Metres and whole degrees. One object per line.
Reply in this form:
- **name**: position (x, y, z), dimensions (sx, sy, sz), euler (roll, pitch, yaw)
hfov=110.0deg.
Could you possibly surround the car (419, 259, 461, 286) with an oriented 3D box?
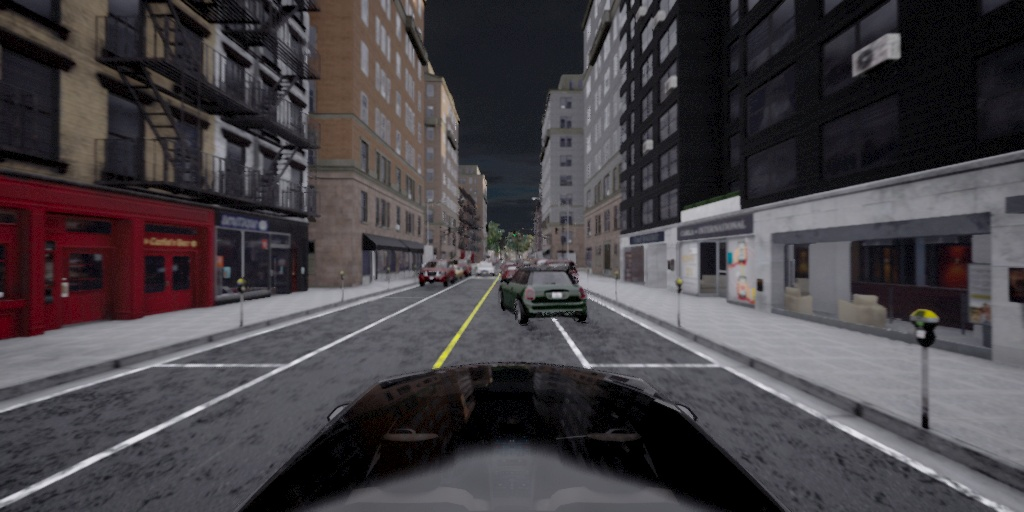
- **car**: position (-5.399, 1.178, 26.571), dimensions (2.192, 1.841, 5.009), euler (0, 0, 0)

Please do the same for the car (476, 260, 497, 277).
- **car**: position (-2.783, 1.442, 38.765), dimensions (1.812, 1.442, 4.674), euler (0, 0, 1)

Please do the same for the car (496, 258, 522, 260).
- **car**: position (-0.496, 1.422, 45.768), dimensions (1.882, 1.535, 5.008), euler (0, 0, -10)

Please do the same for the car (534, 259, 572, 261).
- **car**: position (2.638, 1.152, 20.890), dimensions (2.192, 1.841, 5.009), euler (0, 0, 0)

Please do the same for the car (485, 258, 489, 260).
- **car**: position (-5.417, 1.557, 64.764), dimensions (1.751, 1.417, 4.829), euler (0, 0, 0)

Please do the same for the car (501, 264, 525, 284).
- **car**: position (0.087, 1.401, 29.392), dimensions (1.812, 1.442, 4.674), euler (0, 0, 0)

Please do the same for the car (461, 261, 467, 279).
- **car**: position (-5.400, 1.414, 32.078), dimensions (1.751, 1.417, 4.829), euler (0, 0, 0)

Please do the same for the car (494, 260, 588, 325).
- **car**: position (0.870, 1.150, 12.337), dimensions (2.097, 1.767, 4.553), euler (0, 0, -11)

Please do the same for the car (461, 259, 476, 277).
- **car**: position (-5.401, 1.228, 37.927), dimensions (2.192, 1.841, 5.009), euler (0, 0, 0)
